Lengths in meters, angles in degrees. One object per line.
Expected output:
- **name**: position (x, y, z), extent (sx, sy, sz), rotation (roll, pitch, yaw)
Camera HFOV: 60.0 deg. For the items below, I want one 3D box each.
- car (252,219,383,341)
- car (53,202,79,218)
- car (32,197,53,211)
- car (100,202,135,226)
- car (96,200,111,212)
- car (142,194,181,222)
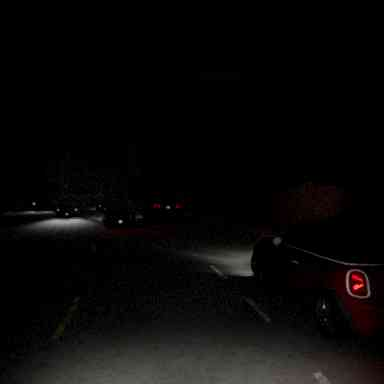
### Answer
- **car**: position (2.798, 1.326, 6.748), extent (2.097, 1.767, 4.553), rotation (0, 0, -8)
- **car**: position (-11.548, 1.628, 31.035), extent (1.895, 1.301, 4.718), rotation (0, 0, -18)
- **car**: position (-18.412, 1.406, 41.140), extent (2.097, 1.767, 4.553), rotation (0, 0, -17)
- **car**: position (-5.206, 1.601, 23.285), extent (1.895, 1.301, 4.718), rotation (0, 0, -18)
- **car**: position (-10.413, 1.610, 39.557), extent (1.895, 1.301, 4.718), rotation (0, 0, -18)
- **car**: position (-2.495, 1.200, 26.322), extent (2.150, 2.045, 5.566), rotation (0, 0, -18)
